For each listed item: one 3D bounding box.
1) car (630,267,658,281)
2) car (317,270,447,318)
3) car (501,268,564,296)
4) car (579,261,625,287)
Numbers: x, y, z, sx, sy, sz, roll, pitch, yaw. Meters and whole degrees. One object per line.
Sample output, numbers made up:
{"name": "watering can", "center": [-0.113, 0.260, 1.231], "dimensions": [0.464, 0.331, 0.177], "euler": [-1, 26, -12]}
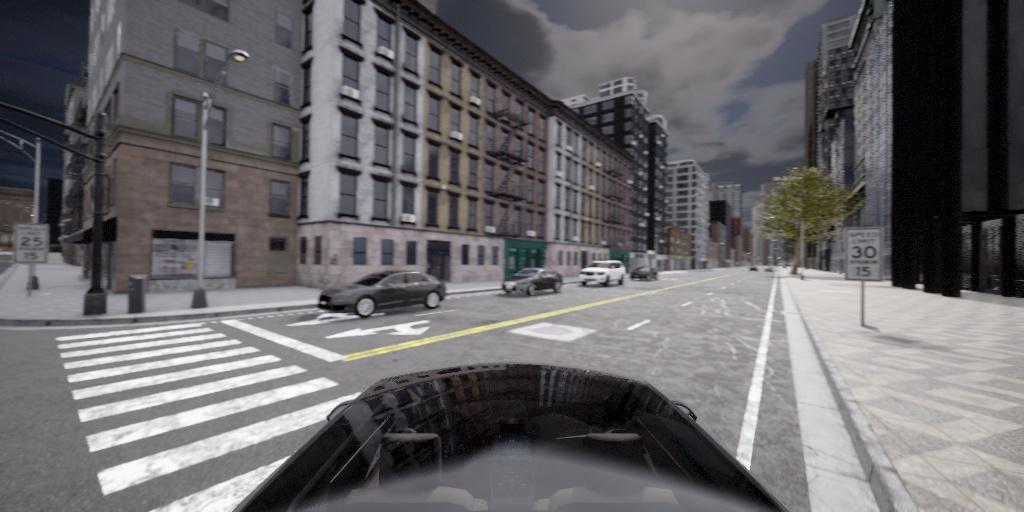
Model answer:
{"name": "car", "center": [14.464, 1.888, 39.132], "dimensions": [1.882, 1.535, 5.008], "euler": [1, -1, 37]}
{"name": "car", "center": [-4.633, 1.305, 13.492], "dimensions": [1.837, 1.490, 4.892], "euler": [1, -1, 36]}
{"name": "car", "center": [1.320, 1.482, 21.509], "dimensions": [2.128, 1.511, 4.902], "euler": [1, -1, 37]}
{"name": "car", "center": [7.684, 1.414, 30.087], "dimensions": [2.150, 2.045, 5.566], "euler": [1, -1, 36]}
